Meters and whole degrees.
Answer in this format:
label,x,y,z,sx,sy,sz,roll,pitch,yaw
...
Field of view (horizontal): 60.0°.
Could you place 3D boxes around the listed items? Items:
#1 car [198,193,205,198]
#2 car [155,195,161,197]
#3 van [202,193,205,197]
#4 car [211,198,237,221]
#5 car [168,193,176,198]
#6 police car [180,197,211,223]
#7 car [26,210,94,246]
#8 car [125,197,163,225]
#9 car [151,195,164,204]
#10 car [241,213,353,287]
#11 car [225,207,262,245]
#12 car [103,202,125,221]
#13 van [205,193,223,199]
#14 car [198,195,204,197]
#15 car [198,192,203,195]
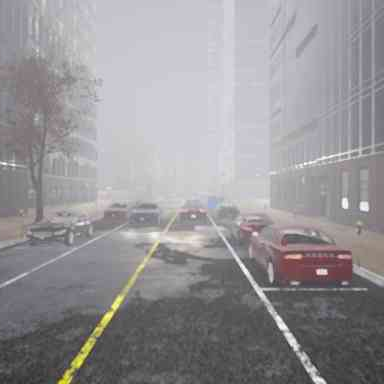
label,x,y,z,sx,sy,sz,roll,pitch,yaw
car,2.703,0.973,92.822,1.947,1.339,4.313,0,0,0
car,-5.763,1.316,49.016,1.947,1.339,4.313,0,0,0
van,2.781,1.092,49.015,1.690,1.788,3.998,0,0,0
car,2.694,1.456,26.215,2.008,1.369,4.403,0,0,0
car,-5.677,0.952,92.820,1.887,1.381,4.507,0,0,0
police car,0.103,1.424,24.856,2.038,1.542,4.974,0,1,0
car,-5.689,1.501,14.816,2.008,1.369,4.403,0,0,0
car,-3.096,1.396,23.220,1.882,1.535,5.008,0,0,0
car,-5.810,1.219,56.250,1.752,1.417,4.829,0,0,0
car,2.691,1.514,9.116,1.887,1.381,4.507,0,0,0
car,2.692,1.533,14.814,1.802,1.307,4.206,0,0,0
car,-5.687,1.449,26.216,1.887,1.381,4.507,0,0,0
van,2.698,1.178,37.619,1.690,1.788,3.998,0,0,0
car,0.105,1.377,41.044,1.994,1.385,4.181,0,1,0
car,2.704,0.892,87.140,1.967,1.590,4.097,0,0,0
